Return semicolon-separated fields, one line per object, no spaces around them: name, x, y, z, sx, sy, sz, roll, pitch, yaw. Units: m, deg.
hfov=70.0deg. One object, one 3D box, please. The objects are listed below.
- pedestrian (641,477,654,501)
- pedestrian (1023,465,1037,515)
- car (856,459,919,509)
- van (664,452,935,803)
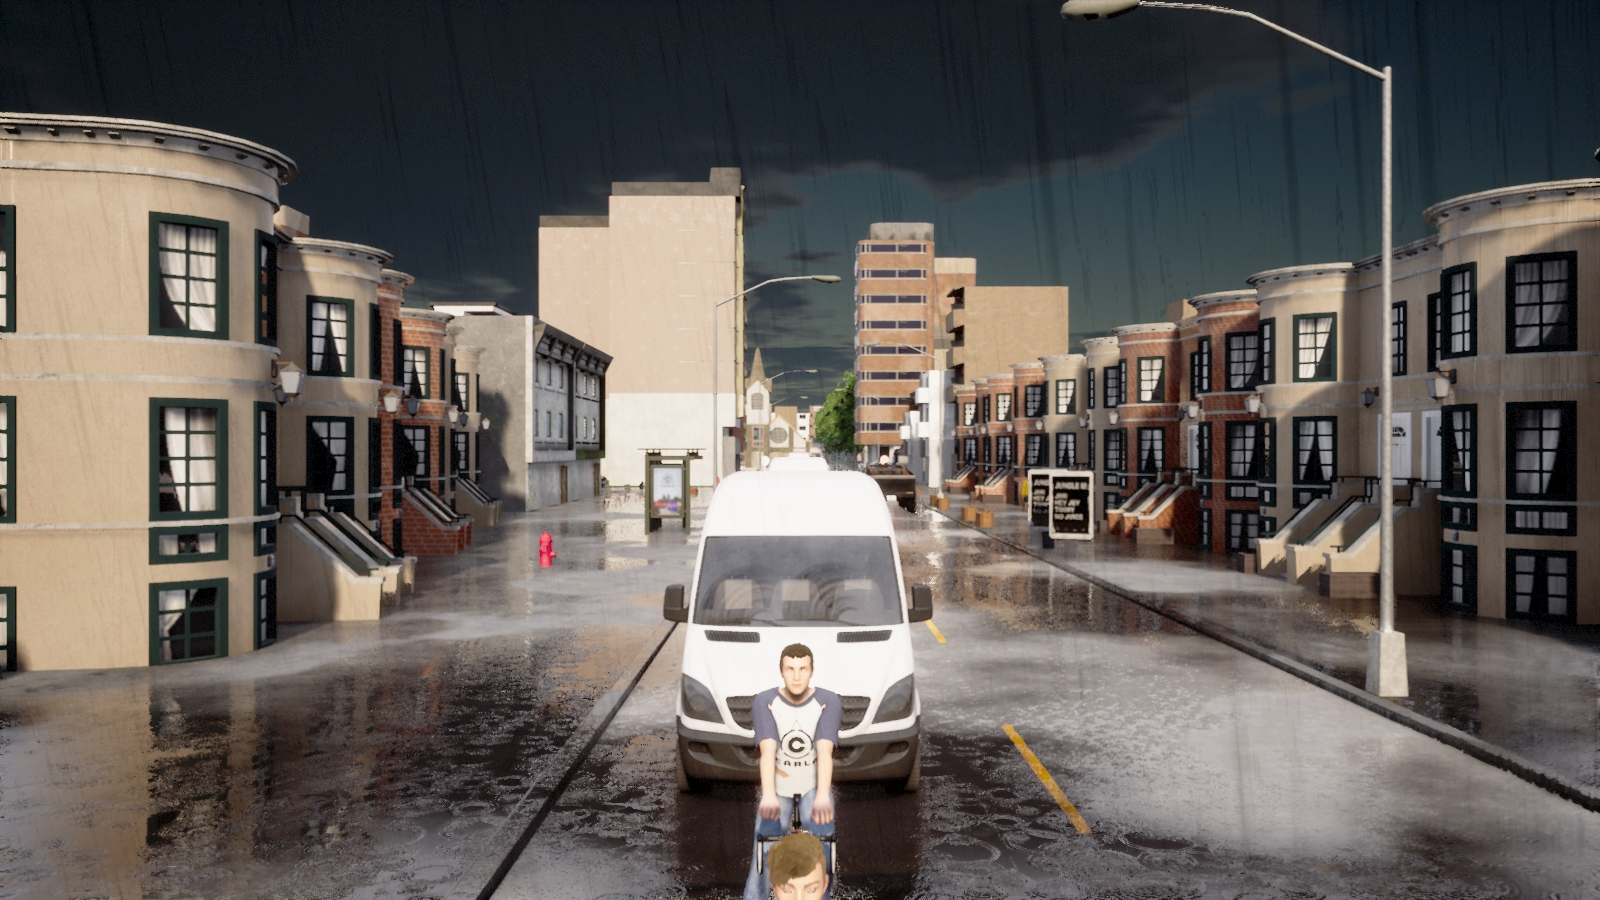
pedestrian;-7.331;1.877;54.903;0.500;1.100;0.500;0;0;4
pedestrian;8.654;1.500;43.015;0.375;1.860;0.375;0;0;-13
car;3.939;1.503;52.464;2.390;2.098;6.274;0;0;0
van;-0.012;1.307;11.335;1.988;2.561;5.915;0;0;0
